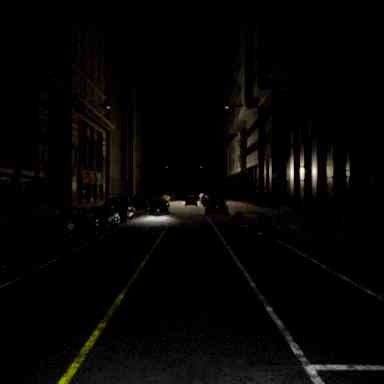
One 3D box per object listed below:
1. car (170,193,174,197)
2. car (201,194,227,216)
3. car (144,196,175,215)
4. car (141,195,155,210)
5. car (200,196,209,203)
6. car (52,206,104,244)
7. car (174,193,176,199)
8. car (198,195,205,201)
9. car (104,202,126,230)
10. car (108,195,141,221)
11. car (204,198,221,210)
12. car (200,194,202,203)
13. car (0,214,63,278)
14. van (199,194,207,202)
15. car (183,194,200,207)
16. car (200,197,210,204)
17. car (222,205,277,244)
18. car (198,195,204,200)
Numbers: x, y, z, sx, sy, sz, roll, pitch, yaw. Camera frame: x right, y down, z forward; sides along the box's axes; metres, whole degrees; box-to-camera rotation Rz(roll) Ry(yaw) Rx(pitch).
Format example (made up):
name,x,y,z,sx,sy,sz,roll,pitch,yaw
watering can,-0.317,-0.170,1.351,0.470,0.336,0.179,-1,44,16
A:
name,x,y,z,sx,sy,sz,roll,pitch,yaw
car,-5.976,1.452,77.253,1.967,1.590,4.097,0,0,0
car,2.297,1.349,32.295,2.097,1.767,4.553,0,0,0
car,-3.190,1.487,33.808,2.128,1.511,4.902,0,0,0
car,-5.865,1.311,38.041,2.192,1.841,5.009,0,0,0
car,2.564,1.535,71.860,1.752,1.417,4.829,0,0,0
car,-5.803,1.437,15.634,1.967,1.590,4.097,0,0,0
car,-6.008,1.585,88.456,1.947,1.339,4.313,0,0,0
car,2.517,1.602,88.497,1.802,1.307,4.206,0,0,0
car,-5.820,1.562,21.236,1.947,1.339,4.313,0,0,0
car,-5.834,1.310,26.838,2.192,1.841,5.009,0,0,0
car,2.643,1.548,43.679,2.008,1.369,4.403,0,0,0
car,2.628,1.439,49.282,1.967,1.590,4.097,0,0,0
car,-5.788,1.564,10.033,1.947,1.339,4.313,0,0,0
van,2.549,1.354,77.292,1.690,1.788,3.998,0,0,0
car,-0.143,1.477,51.101,1.882,1.535,5.008,0,0,0
car,2.580,1.589,66.088,1.802,1.307,4.206,0,0,0
car,2.721,1.542,15.669,1.887,1.381,4.507,0,0,0
car,2.502,1.606,94.098,1.802,1.307,4.206,0,0,0
